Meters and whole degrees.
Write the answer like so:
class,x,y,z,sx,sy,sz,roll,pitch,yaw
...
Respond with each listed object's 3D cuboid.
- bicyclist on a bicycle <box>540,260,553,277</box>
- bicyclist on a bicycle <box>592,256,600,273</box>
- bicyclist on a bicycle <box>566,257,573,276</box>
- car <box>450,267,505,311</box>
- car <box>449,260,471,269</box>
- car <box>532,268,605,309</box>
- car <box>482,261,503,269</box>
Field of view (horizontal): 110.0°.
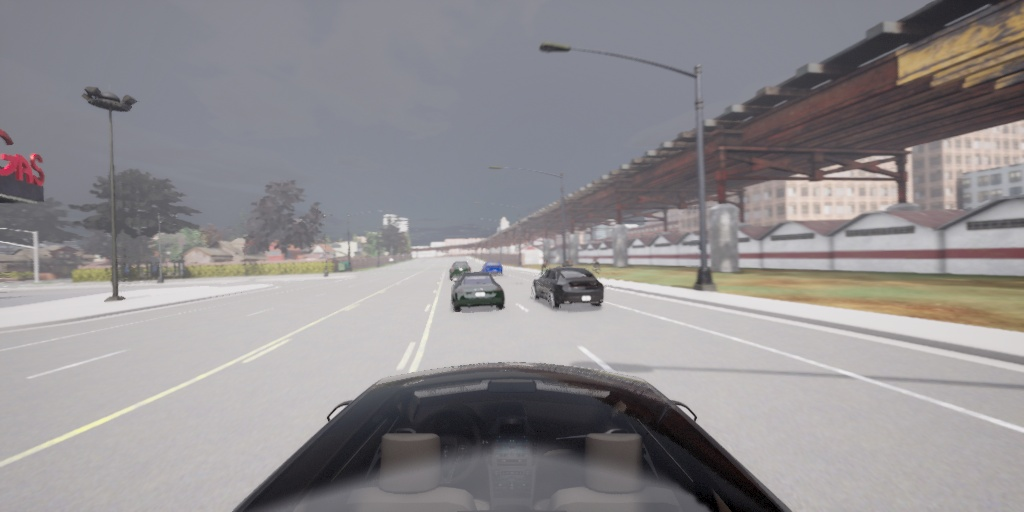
class,x,y,z,sx,sy,sz,roll,pitch,yaw
bicyclist on a bicycle,3.071,1.141,32.124,0.582,1.620,1.656,-2,0,-37
bicyclist on a bicycle,7.988,0.838,34.278,0.582,1.620,1.656,-2,0,-10
bicyclist on a bicycle,4.667,0.936,28.897,0.582,1.620,1.656,-2,0,-1
car,-1.505,1.375,15.032,1.994,1.385,4.181,-2,0,-10
car,-5.165,1.299,35.864,2.097,1.767,4.553,-2,0,-10
car,2.130,1.204,14.670,1.837,1.490,4.892,-1,0,-10
car,-2.172,1.336,39.073,1.882,1.535,5.008,-2,0,-10
